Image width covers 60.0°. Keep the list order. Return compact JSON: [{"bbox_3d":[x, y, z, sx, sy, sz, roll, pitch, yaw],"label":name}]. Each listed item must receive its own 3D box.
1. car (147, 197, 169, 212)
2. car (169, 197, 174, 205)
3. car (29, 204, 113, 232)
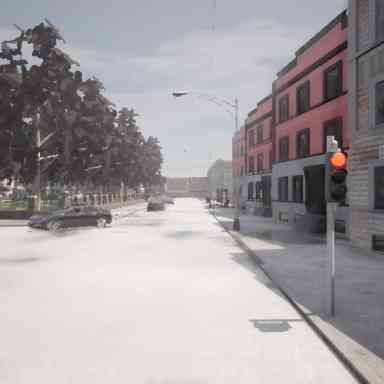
[{"bbox_3d":[-4.106,1.478,39.381,1.882,1.535,5.008,0,0,0],"label":"car"},{"bbox_3d":[-4.084,1.548,58.134,2.033,1.411,5.357,0,0,0],"label":"car"},{"bbox_3d":[-7.212,1.507,20.241,4.892,1.490,1.837,1,3,-42],"label":"car"}]
